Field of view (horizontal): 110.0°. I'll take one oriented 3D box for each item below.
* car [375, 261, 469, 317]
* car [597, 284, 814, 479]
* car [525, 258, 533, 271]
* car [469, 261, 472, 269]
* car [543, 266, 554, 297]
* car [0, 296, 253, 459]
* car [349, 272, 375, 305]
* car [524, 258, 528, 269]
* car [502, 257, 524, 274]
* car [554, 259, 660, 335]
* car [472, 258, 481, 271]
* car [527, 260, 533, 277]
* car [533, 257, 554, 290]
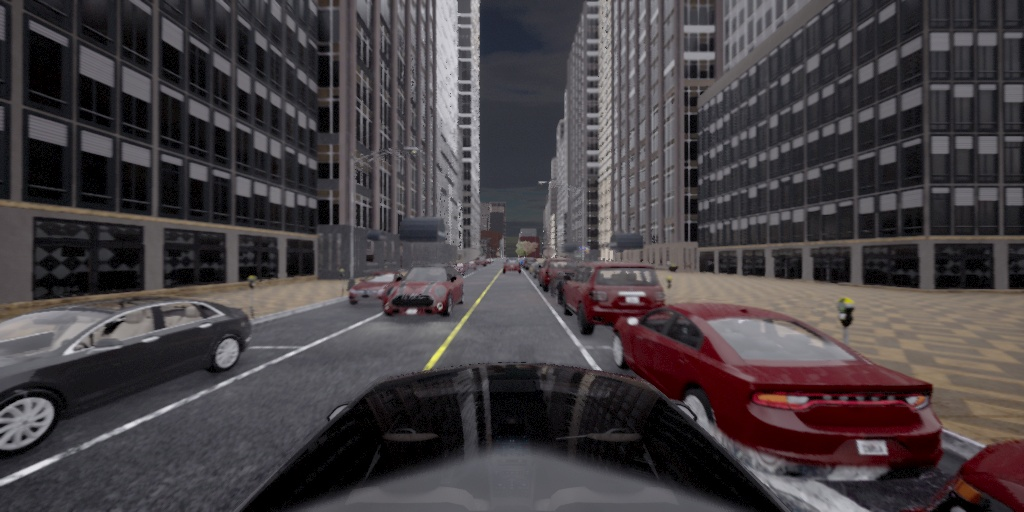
[{"bbox_3d":[-3.029,1.101,13.176,2.097,1.767,4.553,0,0,1],"label":"car"},{"bbox_3d":[2.692,1.295,4.911,1.888,1.381,4.507,0,0,0],"label":"car"},{"bbox_3d":[2.692,1.275,38.317,1.751,1.417,4.829,0,0,0],"label":"car"},{"bbox_3d":[-5.688,1.331,38.147,1.802,1.307,4.207,0,0,0],"label":"car"},{"bbox_3d":[2.692,1.316,15.990,1.948,1.339,4.313,0,0,0],"label":"car"},{"bbox_3d":[-5.688,1.300,4.910,2.007,1.370,4.403,0,0,0],"label":"car"},{"bbox_3d":[-5.688,1.332,15.989,1.802,1.307,4.207,0,0,0],"label":"car"},{"bbox_3d":[2.692,1.314,49.226,1.948,1.339,4.313,0,0,0],"label":"car"},{"bbox_3d":[0.002,1.101,40.904,2.097,1.767,4.553,0,0,0],"label":"car"},{"bbox_3d":[2.692,1.065,10.451,2.192,1.841,5.009,0,0,0],"label":"car"},{"bbox_3d":[-5.688,1.330,49.225,1.802,1.307,4.207,0,0,0],"label":"car"},{"bbox_3d":[2.692,1.300,32.608,2.007,1.370,4.403,0,0,0],"label":"car"},{"bbox_3d":[2.692,1.065,21.529,2.192,1.841,5.009,0,0,0],"label":"car"}]
